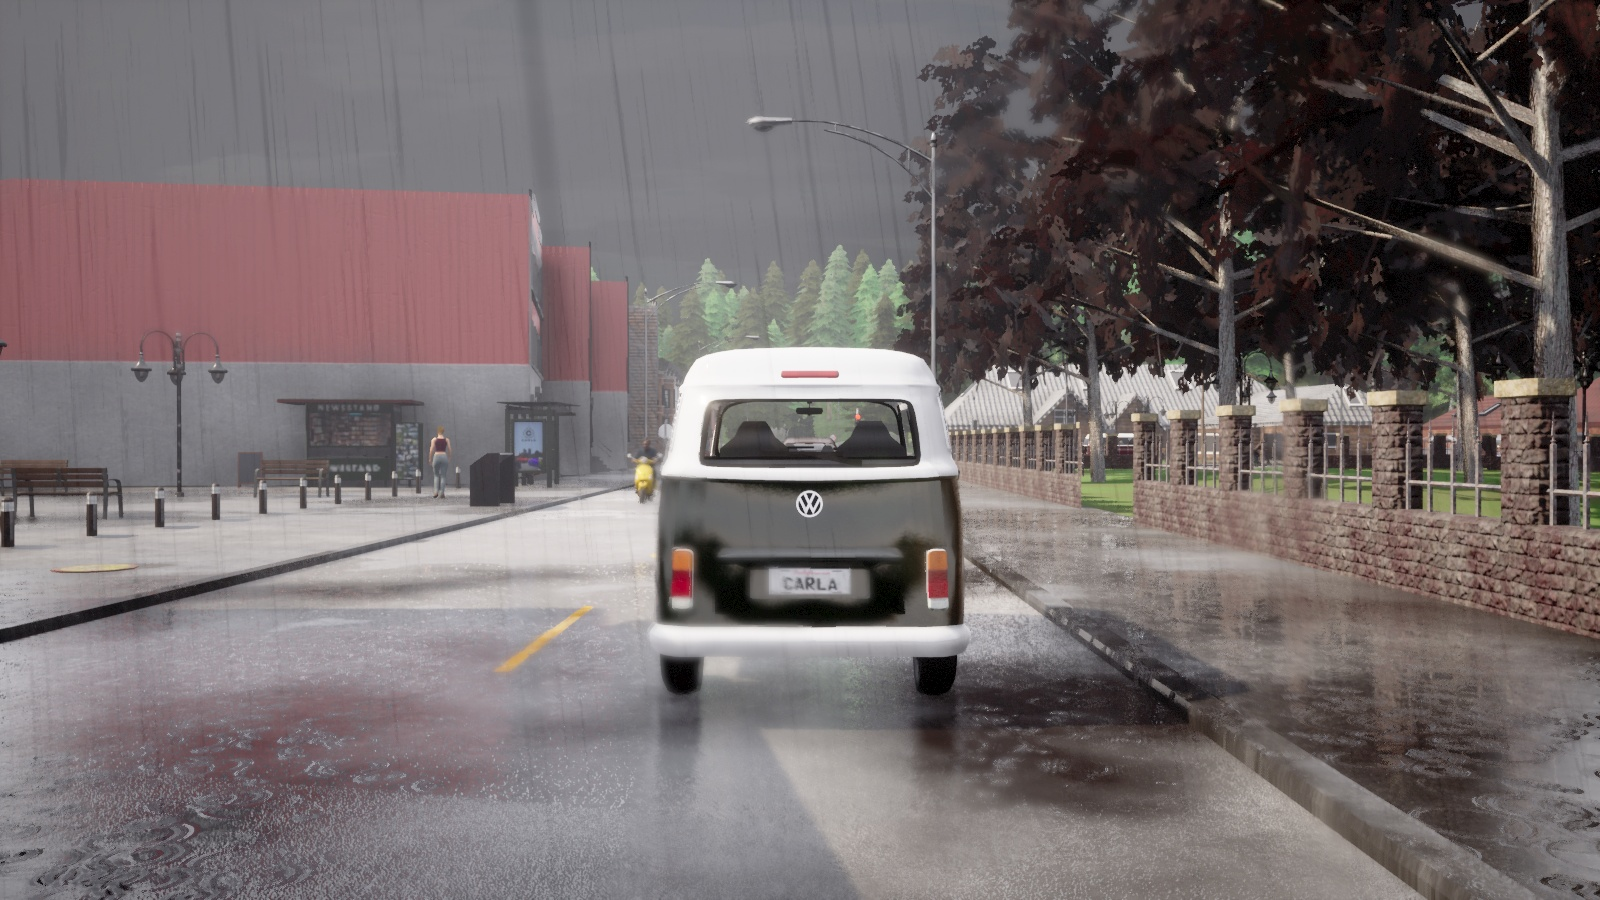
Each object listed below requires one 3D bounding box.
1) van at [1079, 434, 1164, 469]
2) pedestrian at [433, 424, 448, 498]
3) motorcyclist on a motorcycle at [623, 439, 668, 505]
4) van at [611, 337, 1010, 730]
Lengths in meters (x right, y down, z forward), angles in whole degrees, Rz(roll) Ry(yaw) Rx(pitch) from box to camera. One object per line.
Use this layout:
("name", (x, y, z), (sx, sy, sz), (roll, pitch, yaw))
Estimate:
("van", (18.773, 0.070, 73.468), (4.480, 2.038, 2.069), (0, 0, -1))
("pedestrian", (-9.074, 0.270, 31.681), (0.345, 1.836, 0.594), (0, 0, -14))
("motorcyclist on a motorcycle", (-3.781, 0.522, 30.910), (0.866, 1.590, 1.817), (0, 0, 0))
("van", (0.067, 0.420, 8.757), (2.069, 2.038, 4.480), (0, 0, 0))
